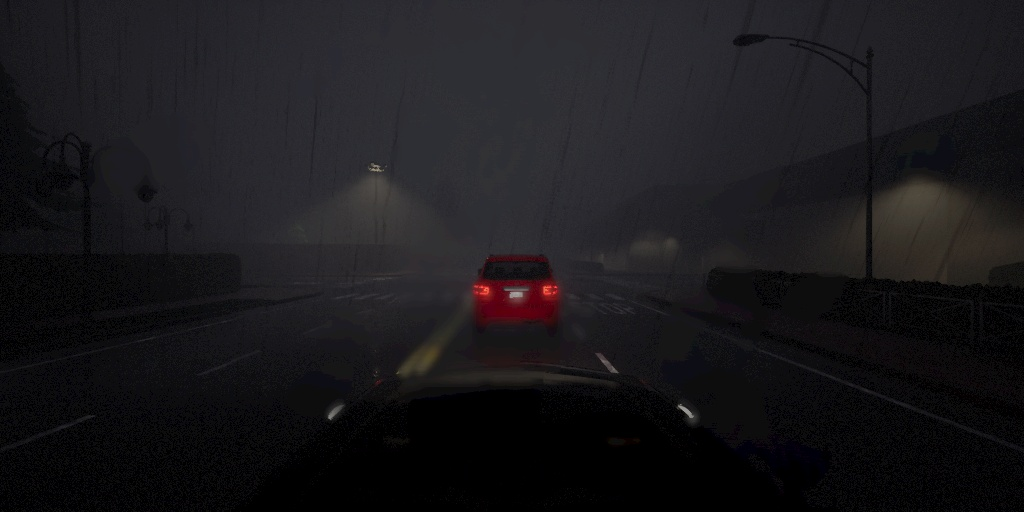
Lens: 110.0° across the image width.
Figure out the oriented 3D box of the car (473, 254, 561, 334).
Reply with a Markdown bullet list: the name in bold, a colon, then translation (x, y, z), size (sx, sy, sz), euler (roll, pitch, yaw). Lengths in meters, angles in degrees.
- **car**: translation (0.121, 0.971, 10.741), size (2.150, 2.045, 5.566), euler (0, 0, 0)

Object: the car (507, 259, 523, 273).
- **car**: translation (0.356, 1.228, 45.593), size (1.882, 1.535, 5.008), euler (0, 0, 1)
